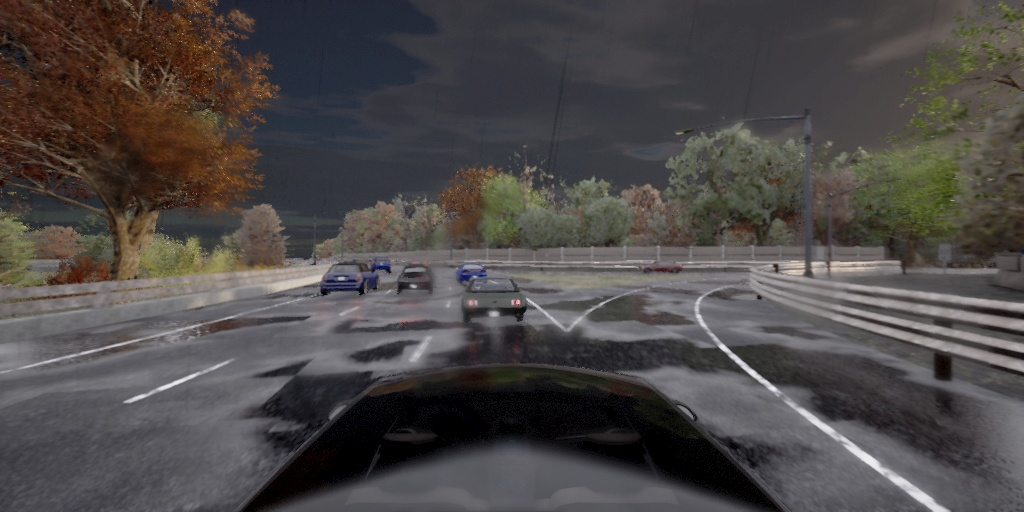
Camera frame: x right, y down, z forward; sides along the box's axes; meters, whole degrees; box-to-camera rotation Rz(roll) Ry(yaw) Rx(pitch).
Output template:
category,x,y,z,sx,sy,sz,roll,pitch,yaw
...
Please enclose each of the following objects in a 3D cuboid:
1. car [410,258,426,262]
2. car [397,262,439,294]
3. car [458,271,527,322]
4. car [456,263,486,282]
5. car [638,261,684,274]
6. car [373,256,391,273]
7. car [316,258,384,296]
category,x,y,z,sx,sy,sz,roll,pitch,yaw
car,-10.928,1.295,40.582,2.128,1.511,4.902,0,0,-21
car,-5.341,1.281,20.456,1.837,1.490,4.892,0,0,-10
car,-0.718,1.357,12.351,1.895,1.301,4.718,0,0,-6
car,-3.071,1.248,26.571,1.882,1.535,5.008,0,0,-13
car,16.279,1.243,39.330,4.674,1.442,1.812,0,0,8
car,-16.382,1.045,44.527,2.150,2.045,5.566,0,0,-24
car,-8.794,1.140,19.850,2.097,1.767,4.553,0,0,-9
